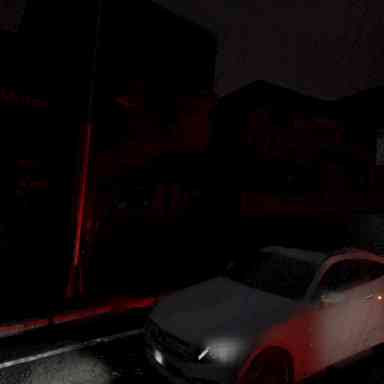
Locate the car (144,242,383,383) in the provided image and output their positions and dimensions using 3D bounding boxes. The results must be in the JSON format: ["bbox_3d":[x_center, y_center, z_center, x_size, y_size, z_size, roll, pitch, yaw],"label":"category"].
[{"bbox_3d":[1.596,1.534,4.906,4.674,1.442,1.812,0,0,-33],"label":"car"}]
